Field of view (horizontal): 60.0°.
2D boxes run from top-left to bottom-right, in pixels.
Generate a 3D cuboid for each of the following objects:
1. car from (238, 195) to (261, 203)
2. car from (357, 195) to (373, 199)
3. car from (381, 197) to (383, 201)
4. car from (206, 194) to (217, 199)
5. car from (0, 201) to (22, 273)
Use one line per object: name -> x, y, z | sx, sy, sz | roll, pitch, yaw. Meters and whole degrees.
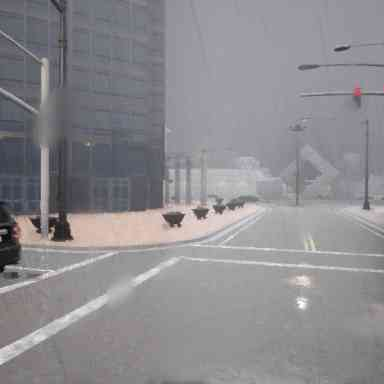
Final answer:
car -> 10.790, 1.288, 62.598 | 2.128, 1.511, 4.902 | 0, 1, -37
car -> 43.314, 1.470, 84.595 | 1.895, 1.301, 4.718 | 0, 0, -35
car -> 48.743, 1.466, 81.317 | 1.994, 1.385, 4.181 | 0, 0, -29
car -> 4.883, 1.205, 93.290 | 4.181, 1.385, 1.994 | 0, 0, -3
car -> -7.046, 1.192, 8.398 | 5.566, 2.045, 2.150 | 0, 0, 17
